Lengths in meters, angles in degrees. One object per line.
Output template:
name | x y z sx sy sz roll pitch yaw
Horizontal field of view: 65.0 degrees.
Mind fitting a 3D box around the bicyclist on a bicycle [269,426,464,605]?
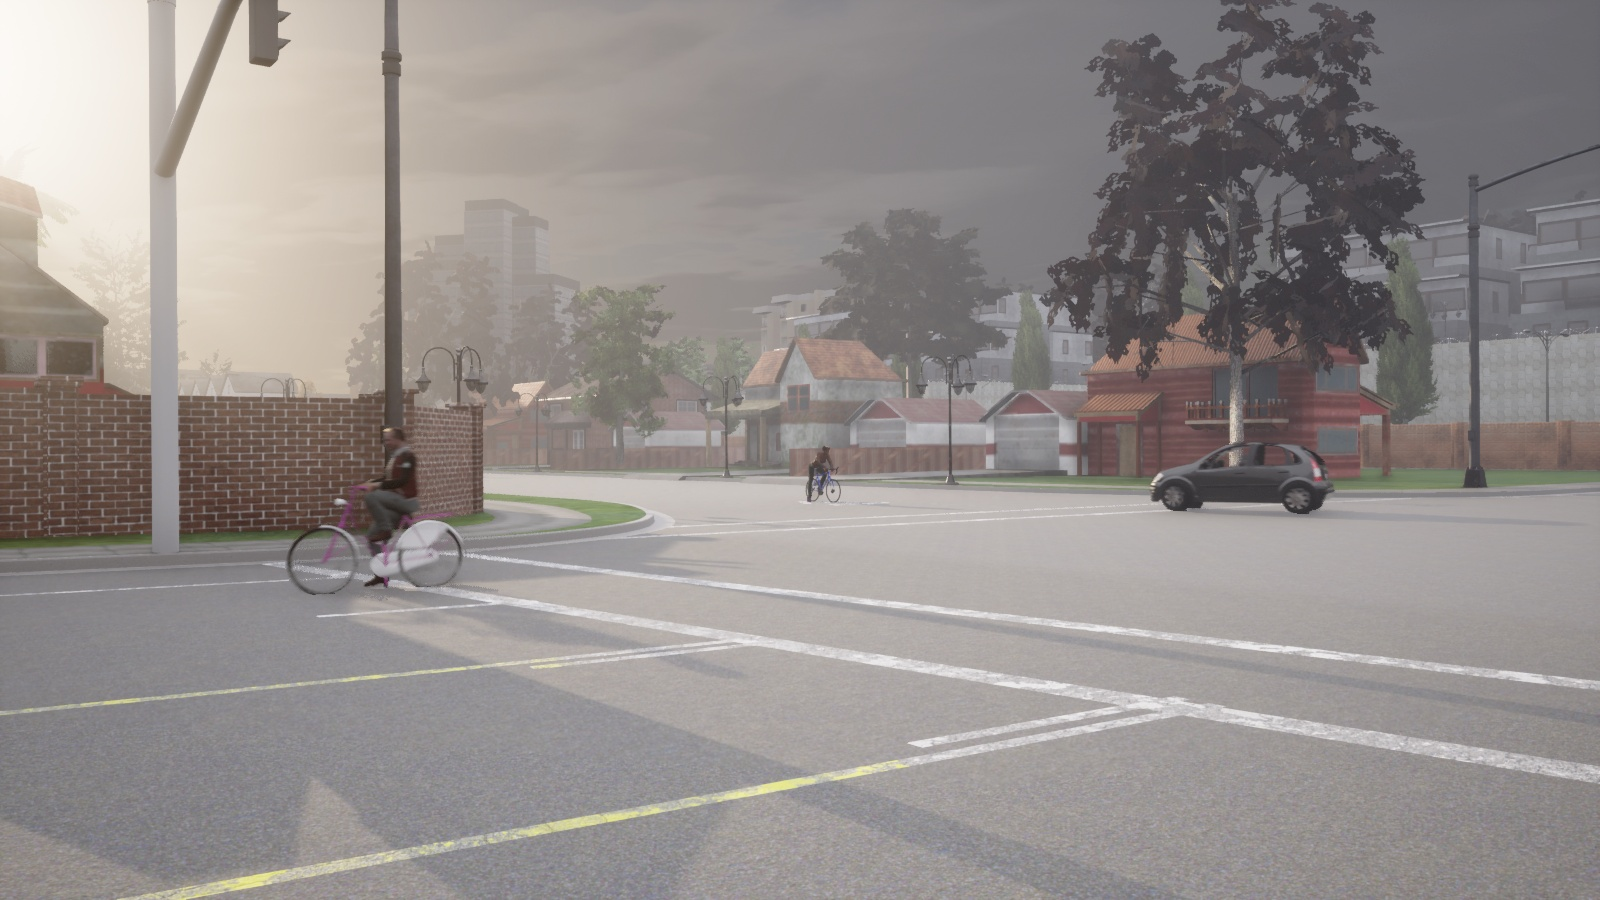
bicyclist on a bicycle | -4.562 0.656 13.278 1.843 1.776 0.659 0 0 -35

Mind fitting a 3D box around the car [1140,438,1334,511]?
car | 10.211 0.544 29.371 3.988 1.617 1.851 0 0 31

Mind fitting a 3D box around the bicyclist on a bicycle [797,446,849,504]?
bicyclist on a bicycle | 0.651 0.691 35.776 0.582 1.620 1.656 -1 1 -36
